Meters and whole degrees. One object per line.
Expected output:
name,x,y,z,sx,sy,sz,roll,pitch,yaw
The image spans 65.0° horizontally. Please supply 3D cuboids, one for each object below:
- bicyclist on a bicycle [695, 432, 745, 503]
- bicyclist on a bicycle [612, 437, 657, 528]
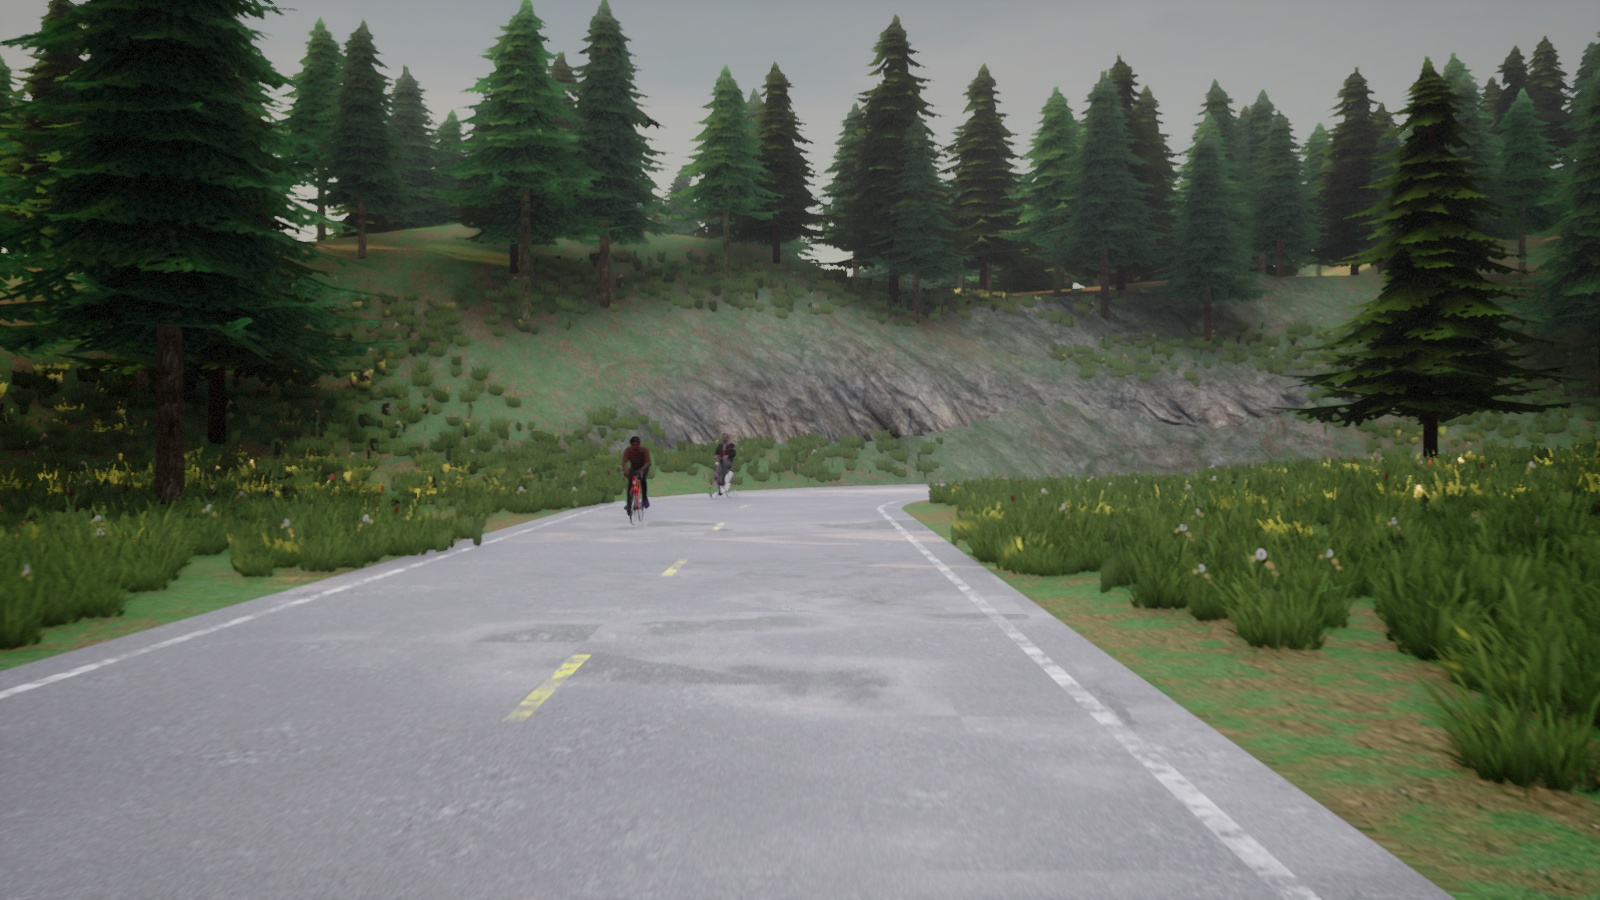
bicyclist on a bicycle,-2.066,0.431,32.688,0.659,1.776,1.843,1,0,17
bicyclist on a bicycle,-3.017,0.567,23.014,0.582,1.620,1.656,0,1,1
